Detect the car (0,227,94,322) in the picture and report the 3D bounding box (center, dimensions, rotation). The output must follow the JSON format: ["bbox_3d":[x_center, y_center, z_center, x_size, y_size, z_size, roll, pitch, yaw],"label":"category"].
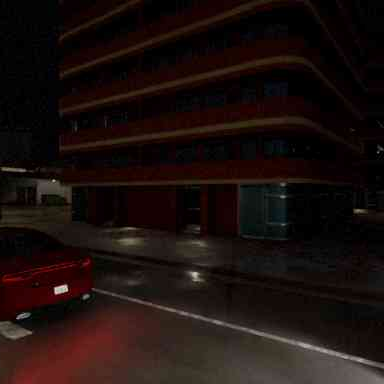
[{"bbox_3d":[-4.207,1.478,6.996,5.008,1.535,1.882,0,0,35],"label":"car"}]
